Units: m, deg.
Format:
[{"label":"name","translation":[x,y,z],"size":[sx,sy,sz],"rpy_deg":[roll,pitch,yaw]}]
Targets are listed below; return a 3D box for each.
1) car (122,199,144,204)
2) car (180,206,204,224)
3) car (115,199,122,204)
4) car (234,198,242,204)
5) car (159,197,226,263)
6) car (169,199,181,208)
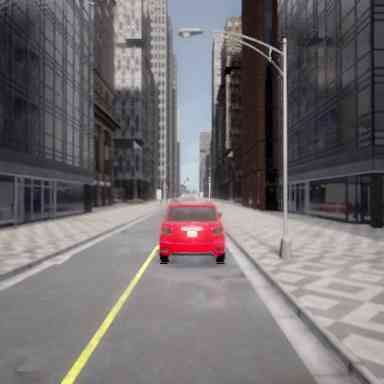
[{"label":"car","translation":[-14.975,2.391,87.054],"size":[4.829,1.417,1.752],"rpy_deg":[0,-1,0]},{"label":"car","translation":[0.031,1.874,28.257],"size":[1.895,1.301,4.718],"rpy_deg":[0,-1,0]},{"label":"car","translation":[-20.577,2.407,87.090],"size":[4.829,1.417,1.752],"rpy_deg":[0,-1,0]},{"label":"car","translation":[11.932,2.127,78.355],"size":[4.097,1.590,1.967],"rpy_deg":[0,-1,0]},{"label":"car","translation":[0.018,1.348,12.584],"size":[2.150,2.045,5.566],"rpy_deg":[0,0,0]},{"label":"car","translation":[-3.030,2.066,59.518],"size":[1.837,1.490,4.892],"rpy_deg":[0,0,0]}]
